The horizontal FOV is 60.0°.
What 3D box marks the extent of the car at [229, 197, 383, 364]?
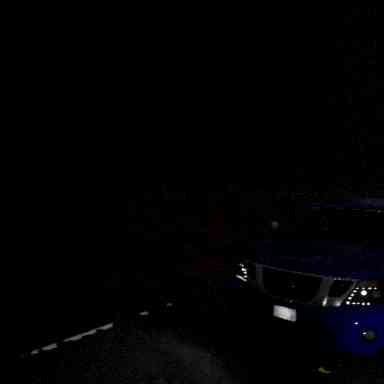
[{"bbox_3d":[2.942,1.147,6.247,2.150,2.045,5.566,2,1,40],"label":"car"}]
